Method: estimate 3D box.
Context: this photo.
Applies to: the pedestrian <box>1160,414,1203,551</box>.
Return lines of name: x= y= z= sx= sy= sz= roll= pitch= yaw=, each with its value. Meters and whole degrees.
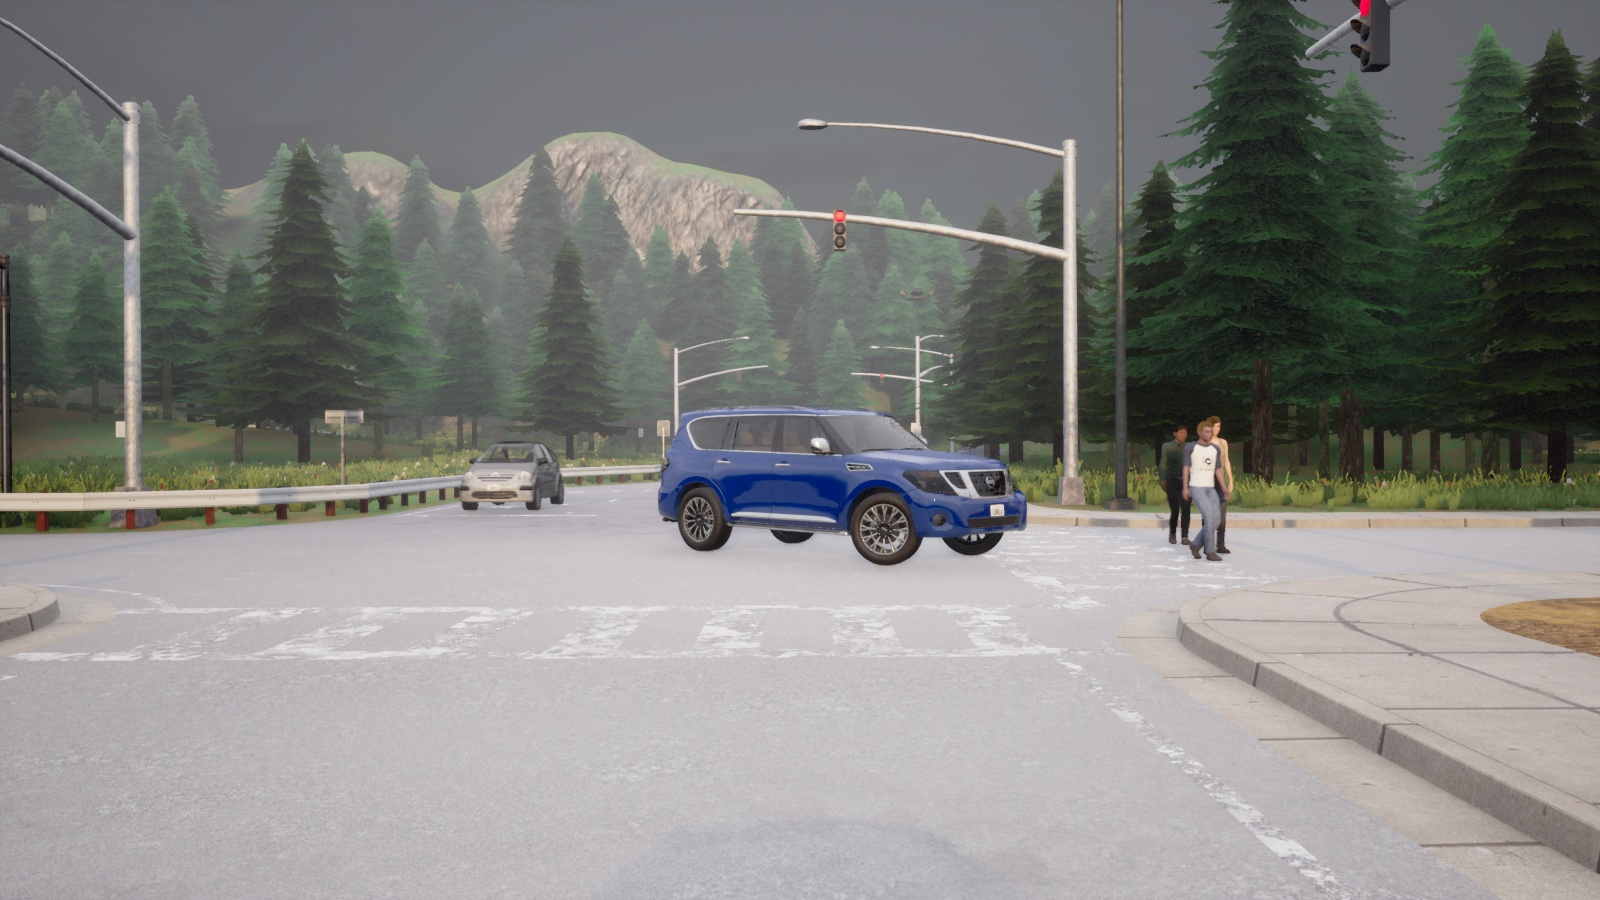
pedestrian: x=5.575 y=0.464 z=18.361 sx=0.423 sy=1.949 sz=0.788 roll=0 pitch=0 yaw=3

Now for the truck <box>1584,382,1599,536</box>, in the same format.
truck: x=15.398 y=0.143 z=19.160 sx=5.204 sy=2.467 sz=2.627 roll=0 pitch=0 yaw=1

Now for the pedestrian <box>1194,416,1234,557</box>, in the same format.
pedestrian: x=5.469 y=0.472 z=16.602 sx=0.345 sy=1.836 sz=0.594 roll=0 pitch=0 yaw=3

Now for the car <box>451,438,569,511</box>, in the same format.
car: x=-6.823 y=0.530 z=29.931 sx=1.851 sy=1.617 sz=3.988 roll=0 pitch=0 yaw=0

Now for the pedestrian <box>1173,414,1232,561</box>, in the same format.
pedestrian: x=5.149 y=0.470 z=16.084 sx=0.354 sy=1.836 sz=0.706 roll=0 pitch=0 yaw=-21

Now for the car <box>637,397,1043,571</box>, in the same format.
car: x=0.378 y=0.397 z=17.443 sx=5.566 sy=2.045 sz=2.150 roll=0 pitch=0 yaw=42
